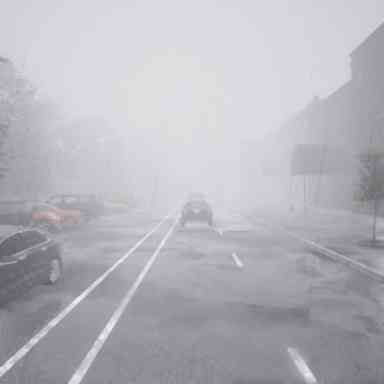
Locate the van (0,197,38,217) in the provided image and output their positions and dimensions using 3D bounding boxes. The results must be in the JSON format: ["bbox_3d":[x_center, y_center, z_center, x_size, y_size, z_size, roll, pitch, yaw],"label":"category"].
[{"bbox_3d":[-9.431,1.235,14.594,4.442,1.987,1.878,-1,0,-19],"label":"van"}]

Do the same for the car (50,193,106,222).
[{"bbox_3d":[-9.253,1.174,23.510,5.566,2.045,2.435,-1,1,-19],"label":"car"}]

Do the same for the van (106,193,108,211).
[{"bbox_3d":[-9.297,1.186,26.437,4.442,1.987,1.878,-1,1,-19],"label":"van"}]

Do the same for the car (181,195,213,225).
[{"bbox_3d":[0.330,1.291,23.705,2.097,1.767,4.553,0,0,1],"label":"car"}]

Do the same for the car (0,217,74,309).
[{"bbox_3d":[-4.205,1.498,6.606,1.837,1.490,4.892,0,0,1],"label":"car"}]

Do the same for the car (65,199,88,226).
[{"bbox_3d":[-9.263,1.438,20.566,5.008,1.535,2.097,-1,0,-19],"label":"car"}]

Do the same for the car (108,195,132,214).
[{"bbox_3d":[-8.955,1.370,32.477,5.366,1.575,1.946,-1,0,-20],"label":"car"}]

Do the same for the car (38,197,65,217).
[{"bbox_3d":[-9.319,1.324,17.592,4.553,1.767,2.185,-1,0,-19],"label":"car"}]

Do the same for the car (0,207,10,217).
[{"bbox_3d":[-9.382,1.498,11.665,4.792,1.488,2.163,-1,0,-19],"label":"car"}]

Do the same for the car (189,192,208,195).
[{"bbox_3d":[0.533,1.053,41.371,2.150,2.045,5.566,0,0,1],"label":"car"}]

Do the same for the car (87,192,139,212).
[{"bbox_3d":[-9.078,1.089,38.303,5.566,2.045,2.435,-1,1,-19],"label":"car"}]

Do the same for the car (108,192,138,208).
[{"bbox_3d":[-9.064,1.106,35.375,5.566,2.045,2.435,-1,0,-19],"label":"car"}]
